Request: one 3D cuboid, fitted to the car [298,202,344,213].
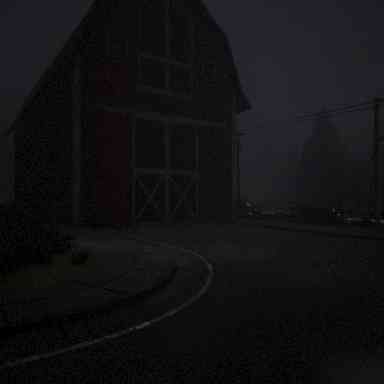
[{"bbox_3d":[11.328,1.628,30.246,1.895,1.301,4.718,0,0,-34],"label":"car"}]

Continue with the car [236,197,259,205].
[{"bbox_3d":[5.764,1.379,38.355,2.097,1.767,4.553,0,0,-34],"label":"car"}]
